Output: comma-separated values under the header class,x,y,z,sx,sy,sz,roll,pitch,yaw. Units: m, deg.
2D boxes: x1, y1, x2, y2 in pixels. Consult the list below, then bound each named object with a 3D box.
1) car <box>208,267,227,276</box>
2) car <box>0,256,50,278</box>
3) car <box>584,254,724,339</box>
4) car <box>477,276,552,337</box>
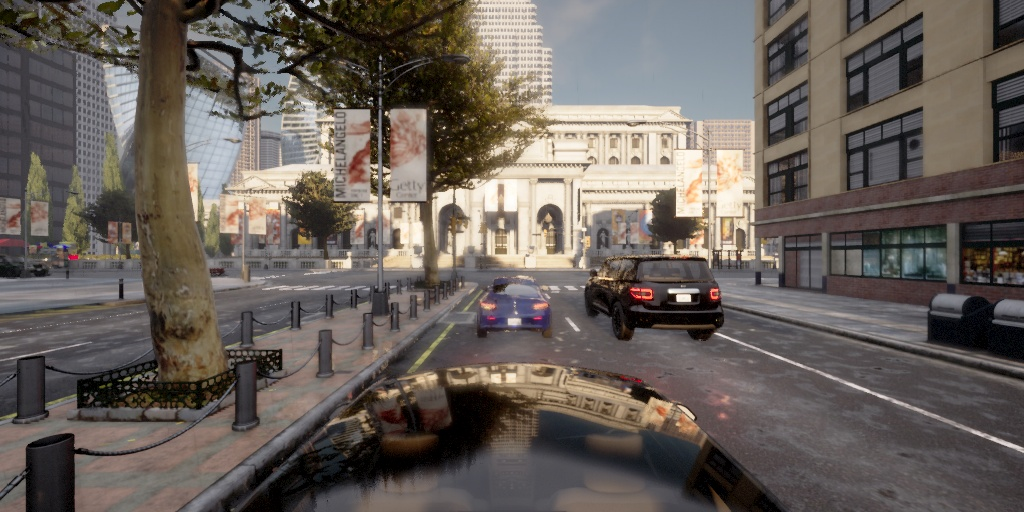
class,x,y,z,sx,sy,sz,roll,pitch,yaw
car,-30.183,1.351,34.191,4.718,1.301,1.895,0,0,0
car,-47.981,0.973,34.199,5.566,2.045,2.150,0,0,-2
car,3.582,0.971,10.160,2.150,2.045,5.566,0,0,0
car,0.076,1.276,10.150,1.812,1.442,4.674,0,0,0
